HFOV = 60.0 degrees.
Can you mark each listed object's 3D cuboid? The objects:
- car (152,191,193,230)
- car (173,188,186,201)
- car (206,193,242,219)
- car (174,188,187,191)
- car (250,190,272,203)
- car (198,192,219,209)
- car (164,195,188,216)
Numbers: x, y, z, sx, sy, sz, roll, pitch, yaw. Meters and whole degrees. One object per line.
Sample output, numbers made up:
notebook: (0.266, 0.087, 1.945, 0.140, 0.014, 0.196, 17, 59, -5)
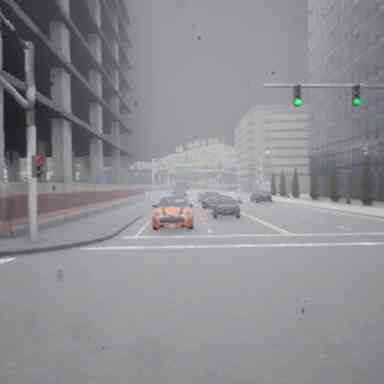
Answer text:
car: (-1.040, 1.045, 18.559, 2.097, 1.767, 4.553, -1, 1, -2)
car: (-2.079, 0.294, 55.893, 2.150, 2.045, 5.566, -1, 1, -2)
car: (2.303, 1.060, 24.320, 1.837, 1.490, 4.892, -1, 1, -1)
car: (-1.657, 0.708, 39.143, 2.097, 1.767, 4.553, -1, 1, -2)
car: (8.905, 0.507, 43.332, 2.097, 1.767, 4.553, -1, 1, -2)
car: (2.039, 0.758, 33.350, 2.097, 1.767, 4.553, -1, 1, -1)
car: (-1.298, 1.071, 27.537, 1.812, 1.442, 4.674, -1, 1, -2)
